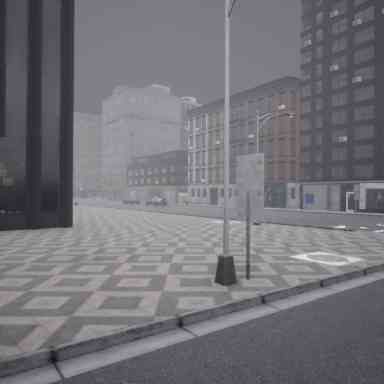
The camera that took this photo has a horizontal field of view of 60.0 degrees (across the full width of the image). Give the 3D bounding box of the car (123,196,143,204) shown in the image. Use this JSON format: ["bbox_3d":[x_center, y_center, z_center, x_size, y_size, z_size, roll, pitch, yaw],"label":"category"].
[{"bbox_3d":[-12.307,1.641,68.840,2.128,1.511,4.902,1,0,-36],"label":"car"}]

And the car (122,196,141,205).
[{"bbox_3d":[-11.381,1.715,61.792,1.895,1.301,4.718,1,0,-36],"label":"car"}]

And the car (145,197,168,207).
[{"bbox_3d":[-5.935,1.626,54.250,1.812,1.442,4.674,1,0,-36],"label":"car"}]

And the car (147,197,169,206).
[{"bbox_3d":[-6.247,1.640,60.379,1.837,1.490,4.892,1,0,-36],"label":"car"}]
